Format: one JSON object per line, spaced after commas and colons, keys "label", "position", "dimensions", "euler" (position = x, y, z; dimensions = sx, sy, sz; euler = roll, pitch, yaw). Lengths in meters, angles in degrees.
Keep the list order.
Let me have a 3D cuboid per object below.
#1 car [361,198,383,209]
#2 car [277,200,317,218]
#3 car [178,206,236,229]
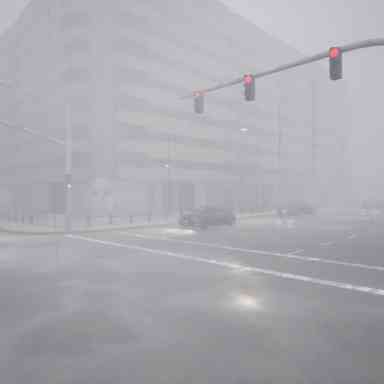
{"label": "car", "position": [24.582, 1.545, 45.014], "dimensions": [4.674, 1.442, 1.812], "euler": [0, -1, -44]}
{"label": "car", "position": [9.749, 1.547, 30.703], "dimensions": [4.902, 1.511, 2.128], "euler": [0, 0, -44]}
{"label": "car", "position": [1.074, 1.641, 22.141], "dimensions": [1.994, 1.385, 4.181], "euler": [-1, 0, 45]}
